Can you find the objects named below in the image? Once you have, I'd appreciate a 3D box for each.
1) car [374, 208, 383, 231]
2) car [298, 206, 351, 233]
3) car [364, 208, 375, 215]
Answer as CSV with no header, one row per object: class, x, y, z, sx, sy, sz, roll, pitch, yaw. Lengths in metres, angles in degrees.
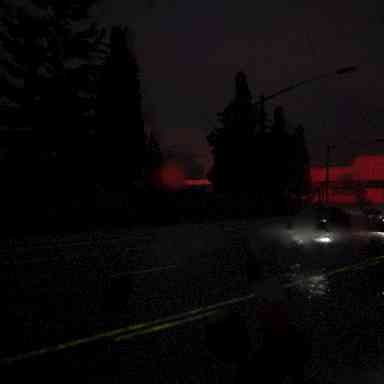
car,13.010,1.723,20.429,1.994,1.385,4.181,0,-1,42
car,8.278,1.607,20.499,1.812,1.442,4.674,0,-1,44
car,30.476,3.308,56.238,1.895,1.301,4.718,1,-2,17
